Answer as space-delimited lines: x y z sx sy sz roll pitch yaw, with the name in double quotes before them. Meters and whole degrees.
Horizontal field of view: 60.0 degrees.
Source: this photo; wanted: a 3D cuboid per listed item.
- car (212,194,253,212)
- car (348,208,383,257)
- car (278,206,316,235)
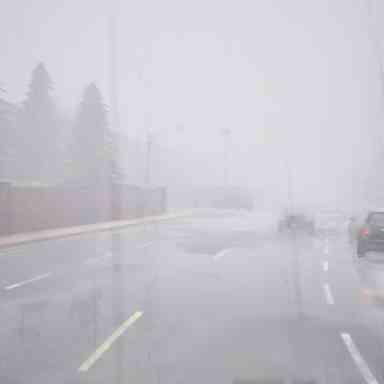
"car" 4.811 1.238 40.067 2.150 2.045 5.566 1 0 -39
"car" 7.363 1.402 12.917 2.097 1.767 4.553 1 0 21
"car" 6.106 1.556 19.263 1.812 1.442 4.674 1 0 22
